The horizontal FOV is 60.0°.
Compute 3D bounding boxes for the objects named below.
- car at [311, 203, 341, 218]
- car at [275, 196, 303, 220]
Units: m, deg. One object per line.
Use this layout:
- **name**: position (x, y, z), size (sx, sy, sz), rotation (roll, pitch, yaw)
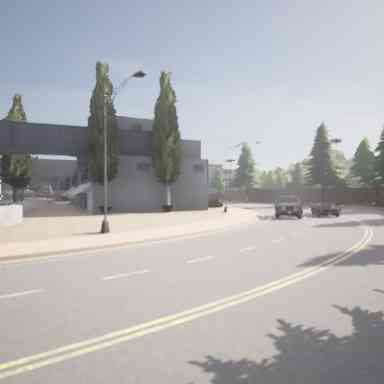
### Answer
- **car**: position (12.600, 1.717, 31.479), size (1.895, 1.301, 4.718), rotation (0, 0, 11)
- **car**: position (8.732, 1.347, 30.113), size (2.150, 2.045, 5.566), rotation (0, 0, 14)
